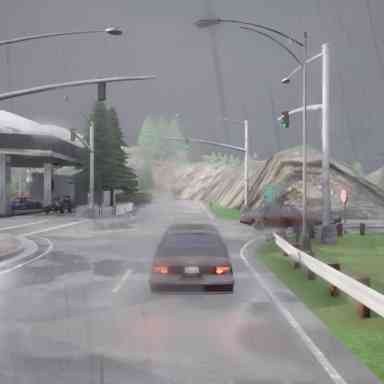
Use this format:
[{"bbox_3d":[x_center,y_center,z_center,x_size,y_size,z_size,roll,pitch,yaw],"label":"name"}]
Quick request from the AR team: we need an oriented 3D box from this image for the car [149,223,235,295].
[{"bbox_3d":[-0.002,1.547,8.893,2.033,1.411,5.357,0,0,0],"label":"car"}]

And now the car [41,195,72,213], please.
[{"bbox_3d":[-14.541,1.313,36.468,1.905,1.878,3.866,0,0,-1],"label":"car"}]

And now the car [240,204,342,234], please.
[{"bbox_3d":[5.258,1.380,18.163,5.357,1.411,2.033,-1,0,39],"label":"car"}]

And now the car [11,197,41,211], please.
[{"bbox_3d":[-20.250,1.480,40.744,2.242,1.667,4.611,0,0,-1],"label":"car"}]
